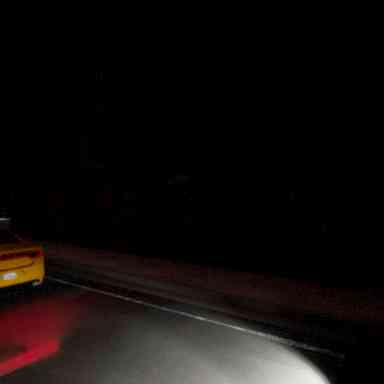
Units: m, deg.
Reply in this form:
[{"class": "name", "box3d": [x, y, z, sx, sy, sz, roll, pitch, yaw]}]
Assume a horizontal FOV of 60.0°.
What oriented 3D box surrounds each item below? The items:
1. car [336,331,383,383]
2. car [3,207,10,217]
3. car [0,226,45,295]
[{"class": "car", "box3d": [2.989, 1.564, 1.862, 4.181, 1.385, 1.994, 0, 0, 35]}, {"class": "car", "box3d": [-14.227, 1.470, 29.698, 1.812, 1.442, 4.674, 0, 0, 35]}, {"class": "car", "box3d": [-5.528, 1.477, 7.947, 5.008, 1.535, 1.882, 0, 0, 36]}]
